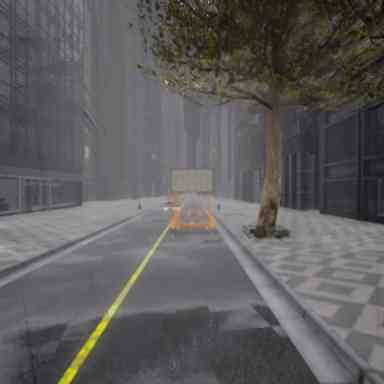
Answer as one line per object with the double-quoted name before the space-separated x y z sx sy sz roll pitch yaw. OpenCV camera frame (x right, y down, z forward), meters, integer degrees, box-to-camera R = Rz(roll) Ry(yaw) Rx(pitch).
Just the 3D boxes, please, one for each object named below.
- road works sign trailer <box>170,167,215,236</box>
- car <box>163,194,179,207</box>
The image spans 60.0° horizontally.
"road works sign trailer" 0.022 0.431 18.149 2.380 3.560 2.880 0 0 0
"car" -3.058 1.317 50.414 2.097 1.767 4.553 0 0 0
